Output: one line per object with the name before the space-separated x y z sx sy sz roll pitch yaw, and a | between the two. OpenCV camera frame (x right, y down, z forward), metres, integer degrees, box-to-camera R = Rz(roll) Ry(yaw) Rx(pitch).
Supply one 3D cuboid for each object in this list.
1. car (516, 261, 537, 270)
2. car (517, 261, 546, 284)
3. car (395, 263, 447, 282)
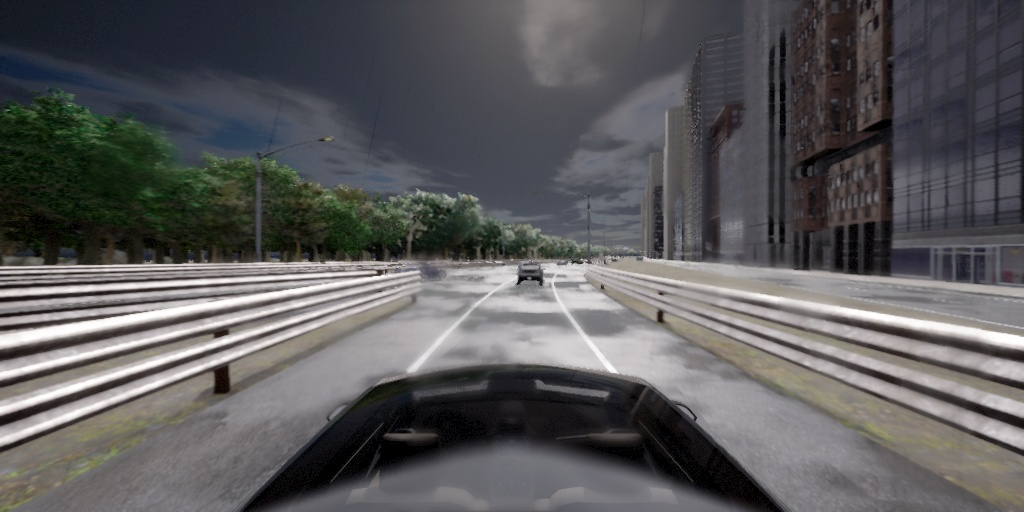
car | 2.458 1.471 58.352 2.033 1.411 5.357 0 0 18
car | 1.462 1.301 27.214 1.837 1.490 4.892 0 0 6
car | -7.180 1.296 28.571 2.033 1.411 5.357 0 0 18
